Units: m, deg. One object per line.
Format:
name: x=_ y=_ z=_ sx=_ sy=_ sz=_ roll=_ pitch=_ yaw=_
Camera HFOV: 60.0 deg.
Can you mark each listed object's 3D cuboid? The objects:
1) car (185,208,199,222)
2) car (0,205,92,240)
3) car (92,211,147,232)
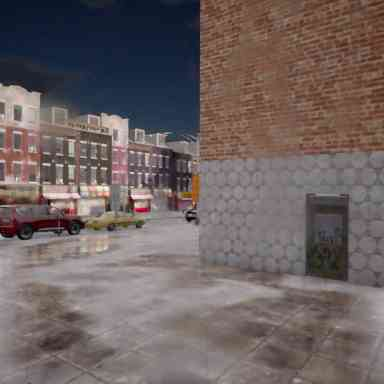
car: x=1.064 y=2.198 z=32.556 sx=1.947 sy=1.339 sz=4.313 roll=-1 pitch=-2 yaw=36
car: x=-8.646 y=1.642 z=19.055 sx=2.192 sy=1.841 sz=5.009 roll=-1 pitch=-2 yaw=36
car: x=-5.310 y=1.957 z=23.691 sx=1.752 sy=1.417 sz=4.829 roll=-1 pitch=-2 yaw=36
